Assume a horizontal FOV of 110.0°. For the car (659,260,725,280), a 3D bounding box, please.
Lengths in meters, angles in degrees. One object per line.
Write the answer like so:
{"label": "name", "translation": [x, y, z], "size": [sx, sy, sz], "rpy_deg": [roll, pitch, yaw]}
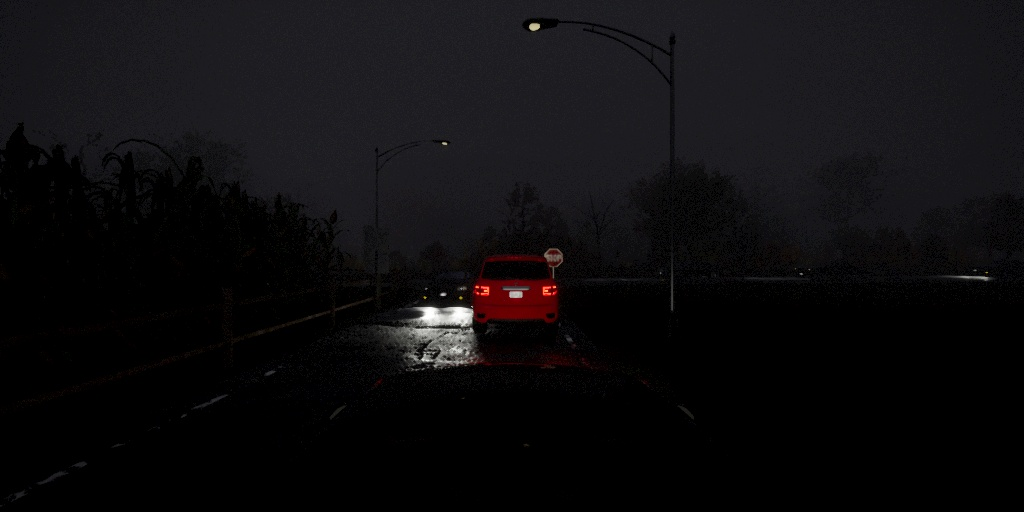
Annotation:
{"label": "car", "translation": [14.502, 1.100, 29.024], "size": [4.902, 1.511, 2.128], "rpy_deg": [0, 0, 1]}

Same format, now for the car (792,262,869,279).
{"label": "car", "translation": [25.554, 1.116, 28.895], "size": [4.718, 1.301, 1.895], "rpy_deg": [0, 0, 1]}

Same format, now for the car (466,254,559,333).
{"label": "car", "translation": [0.095, 0.971, 10.833], "size": [2.150, 2.045, 5.566], "rpy_deg": [0, 0, 0]}

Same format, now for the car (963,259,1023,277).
{"label": "car", "translation": [39.147, 0.959, 28.713], "size": [4.181, 1.385, 1.994], "rpy_deg": [0, 0, 2]}

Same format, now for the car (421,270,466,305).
{"label": "car", "translation": [-2.577, 1.313, 15.960], "size": [1.994, 1.385, 4.181], "rpy_deg": [0, 0, 4]}

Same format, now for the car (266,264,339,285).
{"label": "car", "translation": [-15.437, 1.340, 26.419], "size": [5.008, 1.535, 1.882], "rpy_deg": [0, 0, 1]}

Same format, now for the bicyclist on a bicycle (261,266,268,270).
{"label": "bicyclist on a bicycle", "translation": [-22.471, 1.346, 32.472], "size": [0.582, 1.620, 1.656], "rpy_deg": [0, 0, 1]}
